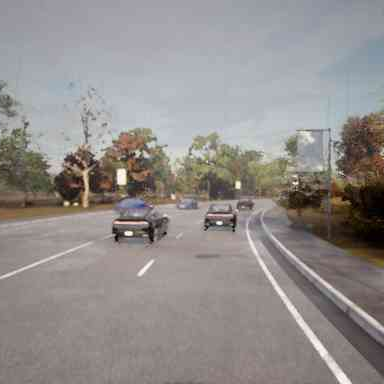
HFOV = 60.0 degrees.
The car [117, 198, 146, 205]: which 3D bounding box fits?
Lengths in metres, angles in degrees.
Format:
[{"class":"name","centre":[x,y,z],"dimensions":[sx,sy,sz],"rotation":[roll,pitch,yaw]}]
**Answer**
[{"class":"car","centre":[-6.309,1.451,34.559],"dimensions":[1.882,1.535,5.008],"rotation":[0,0,14]}]

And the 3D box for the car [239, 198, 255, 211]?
[{"class":"car","centre":[6.799,1.538,41.886],"dimensions":[1.837,1.490,4.892],"rotation":[0,0,17]}]

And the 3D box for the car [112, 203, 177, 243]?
[{"class":"car","centre":[-2.312,1.486,15.986],"dimensions":[2.128,1.511,4.902],"rotation":[0,0,6]}]

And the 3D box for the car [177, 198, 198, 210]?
[{"class":"car","centre":[-0.545,1.523,42.462],"dimensions":[1.812,1.442,4.674],"rotation":[0,0,17]}]

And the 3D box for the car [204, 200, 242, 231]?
[{"class":"car","centre":[1.870,1.502,20.777],"dimensions":[2.128,1.511,4.902],"rotation":[0,0,8]}]
